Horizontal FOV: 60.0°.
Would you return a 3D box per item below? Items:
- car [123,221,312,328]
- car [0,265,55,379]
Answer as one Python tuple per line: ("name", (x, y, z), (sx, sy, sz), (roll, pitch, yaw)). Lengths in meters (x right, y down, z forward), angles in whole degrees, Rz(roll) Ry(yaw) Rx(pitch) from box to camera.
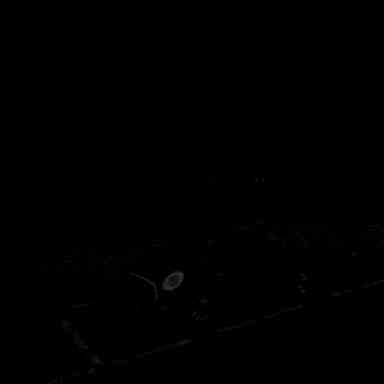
("car", (0.636, 1.467, 6.978), (4.097, 1.590, 1.967), (0, 0, -35))
("car", (-3.867, 1.559, 3.775), (4.313, 1.339, 1.947), (0, 0, -35))
